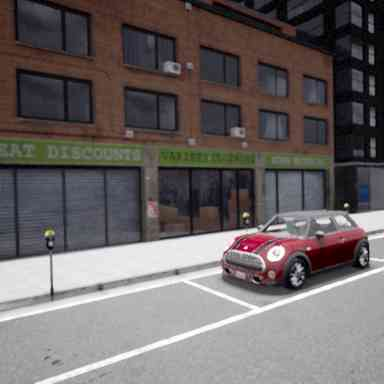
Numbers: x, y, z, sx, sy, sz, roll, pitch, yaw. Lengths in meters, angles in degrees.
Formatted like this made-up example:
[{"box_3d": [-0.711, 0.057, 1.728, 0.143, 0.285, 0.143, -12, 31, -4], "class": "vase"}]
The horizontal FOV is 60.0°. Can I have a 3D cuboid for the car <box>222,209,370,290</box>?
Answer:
[{"box_3d": [2.682, 1.240, 8.446, 4.097, 1.590, 1.967, -2, 1, -35], "class": "car"}]
